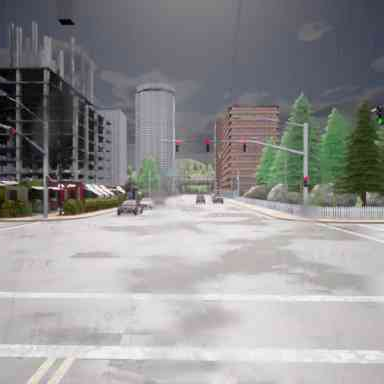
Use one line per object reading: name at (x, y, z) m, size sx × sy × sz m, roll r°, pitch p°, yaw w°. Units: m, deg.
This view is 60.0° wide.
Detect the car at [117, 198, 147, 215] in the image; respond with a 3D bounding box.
car at (-6.189, 1.526, 33.709) m, size 1.812 × 1.442 × 4.674 m, roll 0°, pitch 0°, yaw 2°

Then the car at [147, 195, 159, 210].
car at (-5.922, 1.526, 43.984) m, size 1.812 × 1.442 × 4.674 m, roll 0°, pitch 0°, yaw 2°

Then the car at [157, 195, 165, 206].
car at (-5.641, 1.353, 55.202) m, size 2.097 × 1.767 × 4.553 m, roll 0°, pitch 0°, yaw 1°

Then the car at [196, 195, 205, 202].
car at (1.918, 1.326, 74.708) m, size 1.837 × 1.490 × 4.892 m, roll 0°, pitch 0°, yaw 1°

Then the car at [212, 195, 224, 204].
car at (5.203, 1.526, 65.757) m, size 1.812 × 1.442 × 4.674 m, roll 0°, pitch 0°, yaw 1°

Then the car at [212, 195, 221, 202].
car at (5.418, 1.422, 74.654) m, size 1.895 × 1.301 × 4.718 m, roll 0°, pitch 0°, yaw 1°

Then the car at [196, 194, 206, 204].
car at (1.697, 1.601, 65.523) m, size 1.895 × 1.301 × 4.718 m, roll 0°, pitch 0°, yaw 1°
